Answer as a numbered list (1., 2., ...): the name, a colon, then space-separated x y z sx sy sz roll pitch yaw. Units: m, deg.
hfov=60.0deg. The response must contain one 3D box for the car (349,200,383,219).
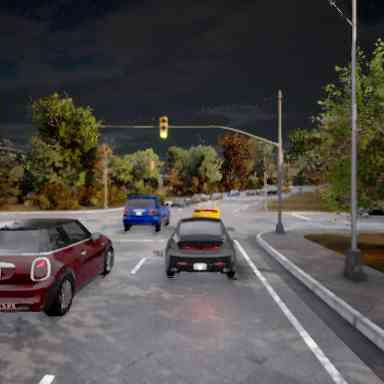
1. car: 16.174 1.487 29.012 4.902 1.511 2.128 -1 0 3

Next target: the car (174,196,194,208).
1. car: -1.678 1.582 48.737 1.994 1.385 4.181 0 1 16

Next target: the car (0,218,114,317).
1. car: -3.301 1.364 7.669 2.097 1.767 4.553 0 0 1

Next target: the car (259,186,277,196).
1. car: 17.459 0.040 75.052 1.882 1.535 5.008 0 3 33

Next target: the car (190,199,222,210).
1. car: 1.168 1.523 25.377 1.882 1.535 5.008 0 0 5

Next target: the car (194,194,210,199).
1. car: 1.044 1.162 57.105 2.097 1.767 4.553 0 2 20

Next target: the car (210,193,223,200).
1. car: 4.857 0.909 66.391 1.812 1.442 4.674 0 3 23

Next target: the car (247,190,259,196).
1. car: 14.131 0.154 76.312 1.994 1.385 4.181 0 3 33

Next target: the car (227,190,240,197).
1. car: 9.546 0.317 75.458 1.812 1.442 4.674 0 3 28

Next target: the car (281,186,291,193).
1. car: 23.179 -0.658 83.469 1.882 1.535 5.008 0 3 37

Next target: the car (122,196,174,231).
1. car: -2.731 1.260 20.899 2.150 2.045 5.566 0 0 4

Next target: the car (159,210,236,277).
1. car: 0.276 1.522 10.309 1.837 1.490 4.892 0 0 2
